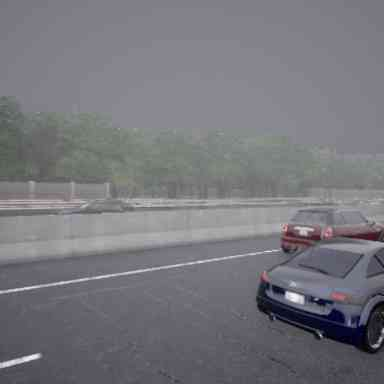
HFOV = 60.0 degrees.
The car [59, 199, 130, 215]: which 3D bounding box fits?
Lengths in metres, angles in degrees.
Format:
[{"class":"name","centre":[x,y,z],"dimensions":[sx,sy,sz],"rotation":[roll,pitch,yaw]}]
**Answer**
[{"class":"car","centre":[-7.362,1.437,24.633],"dimensions":[4.674,1.442,1.812],"rotation":[1,0,-36]}]

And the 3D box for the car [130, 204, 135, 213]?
[{"class":"car","centre":[-7.387,1.413,28.942],"dimensions":[4.892,1.490,1.837],"rotation":[1,0,-36]}]

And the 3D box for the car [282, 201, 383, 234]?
[{"class":"car","centre":[5.378,1.372,12.213],"dimensions":[4.553,1.767,2.097],"rotation":[0,0,-37]}]

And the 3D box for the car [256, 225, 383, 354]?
[{"class":"car","centre":[3.161,1.574,6.216],"dimensions":[4.181,1.385,1.994],"rotation":[0,0,-37]}]

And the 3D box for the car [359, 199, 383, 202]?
[{"class":"car","centre":[24.664,1.695,43.970],"dimensions":[5.008,1.535,1.882],"rotation":[0,0,-36]}]

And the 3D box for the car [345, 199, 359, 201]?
[{"class":"car","centre":[22.584,1.703,46.785],"dimensions":[4.892,1.490,1.837],"rotation":[0,0,-36]}]
